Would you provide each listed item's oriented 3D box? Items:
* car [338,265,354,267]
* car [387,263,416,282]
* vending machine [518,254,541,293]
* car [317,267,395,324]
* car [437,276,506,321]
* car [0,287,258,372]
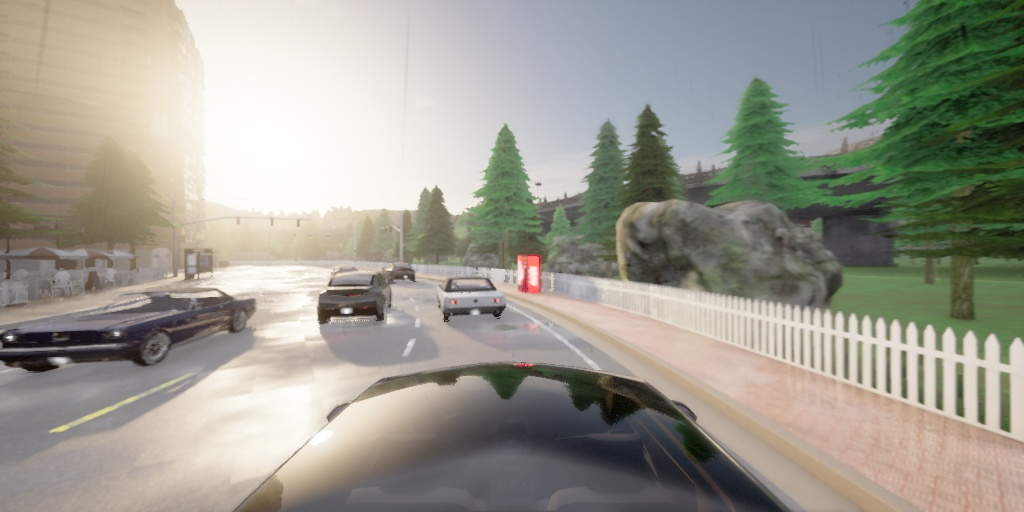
[{"bbox_3d":[-13.096,1.394,28.402,1.994,1.385,4.181,-1,0,-31],"label":"car"},{"bbox_3d":[-9.059,1.298,28.488,1.837,1.490,4.892,0,0,-30],"label":"car"},{"bbox_3d":[0.877,0.914,18.021,1.100,2.100,0.880,0,0,-20],"label":"vending machine"},{"bbox_3d":[-5.232,1.287,12.358,1.837,1.490,4.892,0,0,-15],"label":"car"},{"bbox_3d":[-1.618,1.350,12.561,1.895,1.301,4.718,-1,0,-14],"label":"car"},{"bbox_3d":[-7.866,1.413,8.067,1.895,1.301,4.718,0,0,-11],"label":"car"}]
